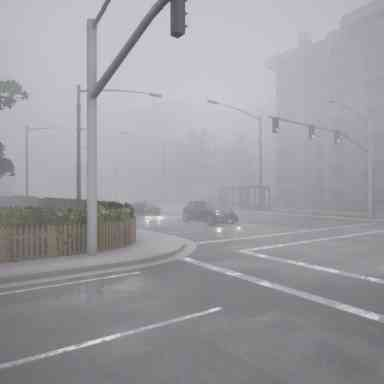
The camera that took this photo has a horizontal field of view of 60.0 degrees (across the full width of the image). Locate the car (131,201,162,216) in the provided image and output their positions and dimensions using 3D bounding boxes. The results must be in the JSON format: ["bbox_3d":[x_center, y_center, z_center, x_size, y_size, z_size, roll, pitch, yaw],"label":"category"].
[{"bbox_3d":[-4.661,1.562,32.238,1.994,1.385,4.181,0,0,-35],"label":"car"}]

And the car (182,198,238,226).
[{"bbox_3d":[1.223,1.351,23.747,2.097,1.767,4.553,0,0,-35],"label":"car"}]

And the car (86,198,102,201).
[{"bbox_3d":[-13.004,1.505,44.383,1.837,1.490,4.892,0,-1,-34],"label":"car"}]
